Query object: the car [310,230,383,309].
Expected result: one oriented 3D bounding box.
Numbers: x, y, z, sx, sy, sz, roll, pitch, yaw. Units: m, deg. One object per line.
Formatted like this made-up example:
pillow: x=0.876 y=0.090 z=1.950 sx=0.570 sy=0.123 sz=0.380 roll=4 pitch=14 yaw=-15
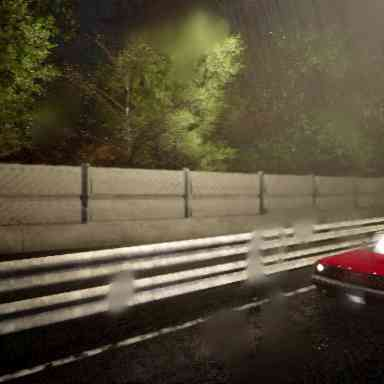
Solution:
car: x=4.591 y=1.484 z=6.938 sx=4.718 sy=1.301 sz=1.895 roll=-1 pitch=1 yaw=-35
